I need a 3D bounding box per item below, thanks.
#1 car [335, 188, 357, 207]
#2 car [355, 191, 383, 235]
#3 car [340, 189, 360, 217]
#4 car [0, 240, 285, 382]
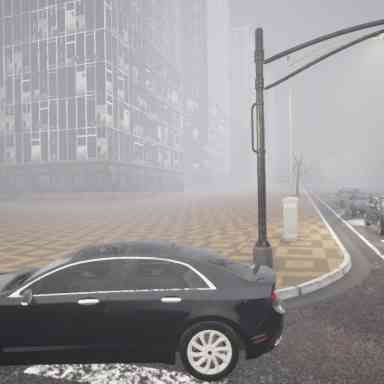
[{"bbox_3d":[12.764,0.453,26.914,2.128,1.511,4.902,-1,2,18],"label":"car"},{"bbox_3d":[8.823,0.928,14.523,2.128,1.511,4.902,-1,2,18],"label":"car"},{"bbox_3d":[10.820,0.759,20.834,1.994,1.385,4.181,-1,2,17],"label":"car"},{"bbox_3d":[-1.188,1.505,4.804,4.892,1.490,1.837,0,0,-1],"label":"car"}]
